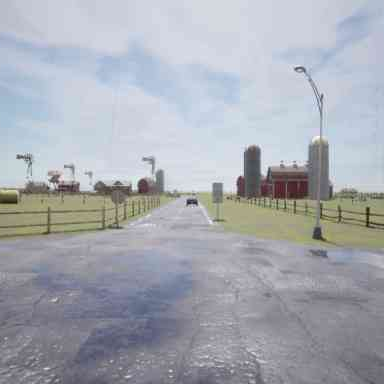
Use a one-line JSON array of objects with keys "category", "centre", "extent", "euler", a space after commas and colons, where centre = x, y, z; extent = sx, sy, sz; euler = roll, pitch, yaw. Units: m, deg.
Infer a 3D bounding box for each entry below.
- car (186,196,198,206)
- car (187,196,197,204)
[{"category": "car", "centre": [0.027, 1.498, 56.782], "extent": [1.882, 1.535, 5.008], "euler": [0, 0, 0]}, {"category": "car", "centre": [0.032, 1.590, 67.204], "extent": [1.994, 1.385, 4.181], "euler": [0, 0, 0]}]
